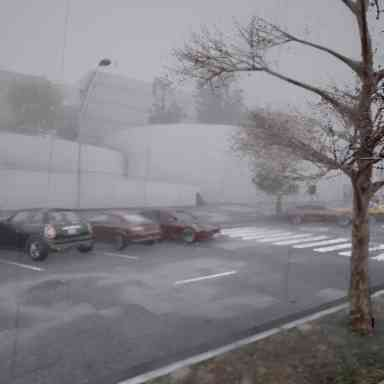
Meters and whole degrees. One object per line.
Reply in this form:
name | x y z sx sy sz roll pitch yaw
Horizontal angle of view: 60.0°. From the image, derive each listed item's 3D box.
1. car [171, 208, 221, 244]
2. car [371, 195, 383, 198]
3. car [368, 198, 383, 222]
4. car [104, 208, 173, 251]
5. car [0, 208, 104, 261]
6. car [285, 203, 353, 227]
car | -0.904 1.529 15.904 4.792 1.488 2.163 -1 -1 35
car | 18.662 1.247 29.839 5.566 2.045 2.435 -1 -1 35
car | 13.587 1.507 26.464 5.366 1.575 1.946 -1 0 35
car | -3.375 1.537 14.170 4.674 1.452 2.002 -1 -1 35
car | -5.783 1.370 12.427 4.553 1.767 2.185 -1 -1 35
car | 8.876 1.536 22.867 4.792 1.488 2.163 -1 -1 35
